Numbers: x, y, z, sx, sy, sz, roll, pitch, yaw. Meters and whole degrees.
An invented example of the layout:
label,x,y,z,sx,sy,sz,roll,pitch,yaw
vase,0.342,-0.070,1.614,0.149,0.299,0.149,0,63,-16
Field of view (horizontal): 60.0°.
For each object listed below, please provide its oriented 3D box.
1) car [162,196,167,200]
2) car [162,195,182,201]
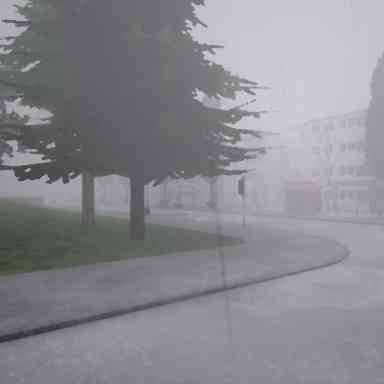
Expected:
label,x,y,z,sx,sy,sz,roll,pitch,yaw
car,-5.114,1.407,83.320,4.536,1.218,1.853,0,0,-6
car,-5.062,1.565,83.326,4.974,1.542,2.038,0,0,-6
